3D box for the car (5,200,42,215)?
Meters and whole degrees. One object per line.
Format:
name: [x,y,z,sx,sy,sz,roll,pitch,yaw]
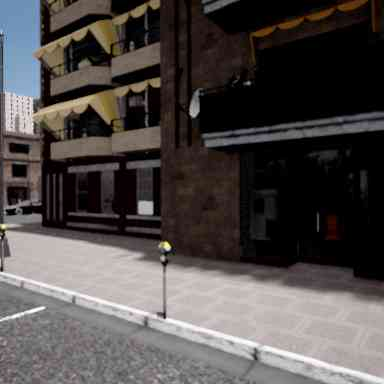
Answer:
car: [-15.703,1.455,32.183,1.947,1.339,4.313,0,1,35]
